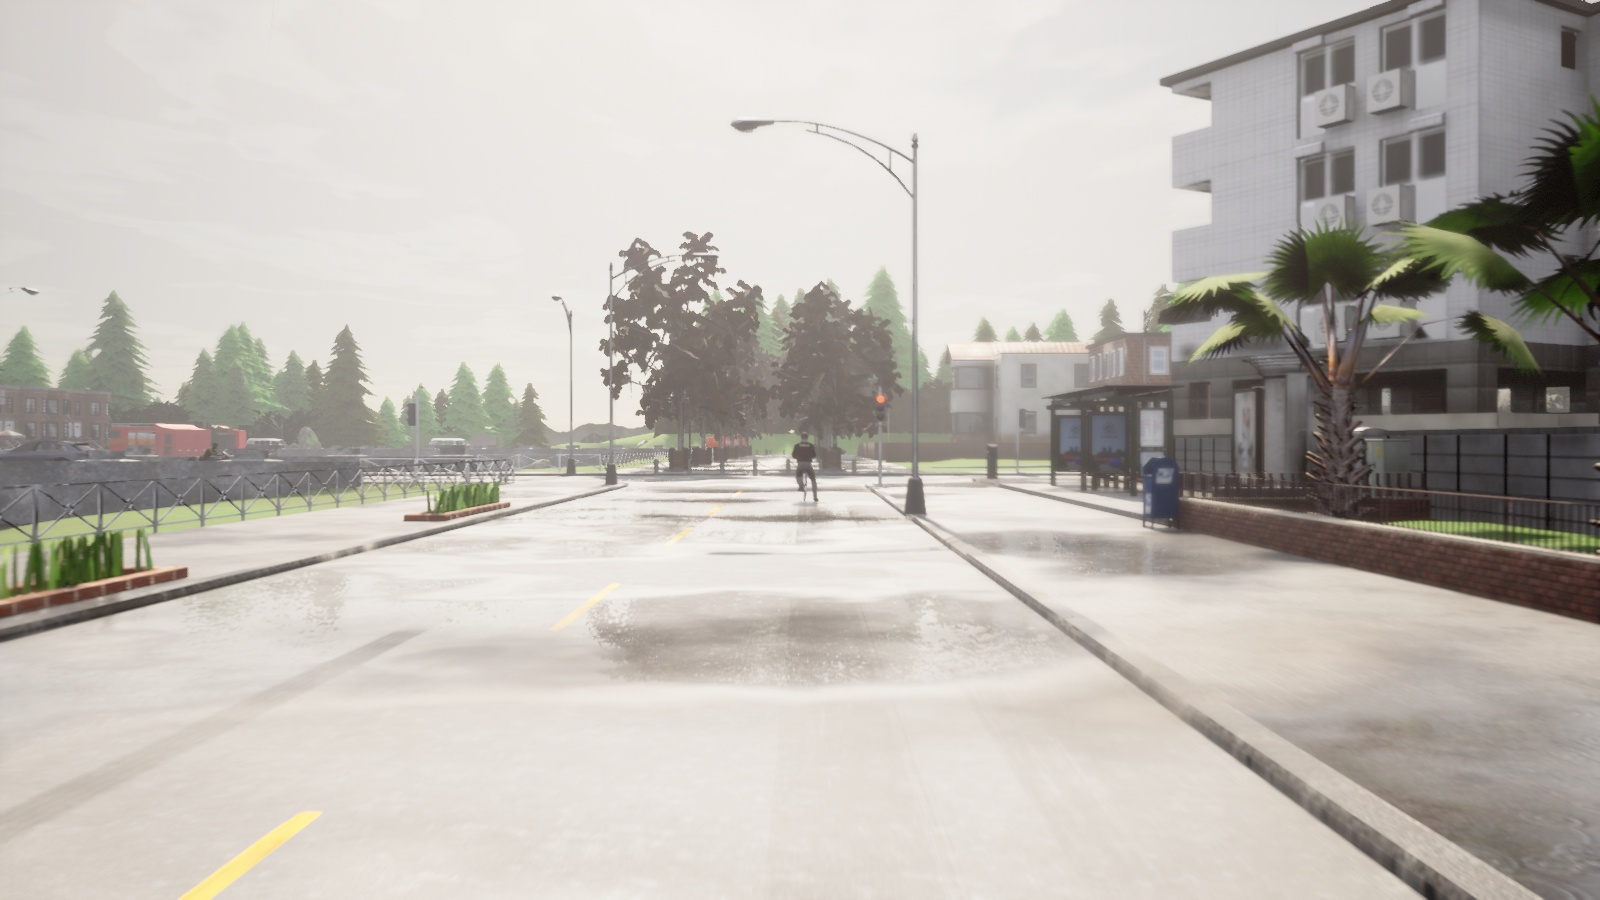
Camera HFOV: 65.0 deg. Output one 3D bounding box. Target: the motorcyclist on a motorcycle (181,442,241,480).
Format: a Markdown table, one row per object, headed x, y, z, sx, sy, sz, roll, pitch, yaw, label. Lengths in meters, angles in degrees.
| x | y | z | sx | sy | sz | roll | pitch | yaw | label |
| --- | --- | --- | --- | --- | --- | --- | --- | --- | --- |
| -23.811 | 0.422 | 50.780 | 2.044 | 1.523 | 0.797 | 0 | 0 | 1 | motorcyclist on a motorcycle |

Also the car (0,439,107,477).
| x | y | z | sx | sy | sz | roll | pitch | yaw | label |
| --- | --- | --- | --- | --- | --- | --- | --- | --- | --- |
| -33.241 | 0.340 | 54.796 | 4.856 | 1.649 | 2.033 | 0 | 0 | 0 | car |
